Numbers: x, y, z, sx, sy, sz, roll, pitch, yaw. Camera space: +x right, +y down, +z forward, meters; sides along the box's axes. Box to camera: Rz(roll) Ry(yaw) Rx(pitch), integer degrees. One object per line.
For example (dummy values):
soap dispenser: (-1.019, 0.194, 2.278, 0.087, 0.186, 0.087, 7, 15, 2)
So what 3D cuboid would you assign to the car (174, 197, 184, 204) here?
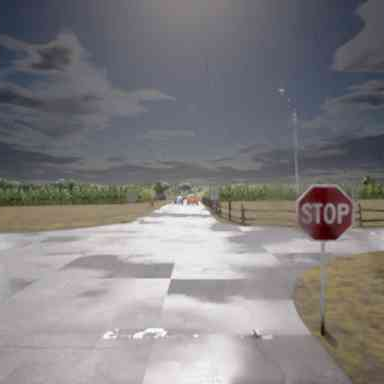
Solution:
car: (-2.639, 1.655, 66.063, 2.128, 1.511, 4.902, 0, 0, 0)

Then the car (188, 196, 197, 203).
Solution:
car: (0.121, 1.536, 71.894, 1.837, 1.490, 4.892, 0, 0, 0)

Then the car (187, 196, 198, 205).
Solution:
car: (0.104, 1.491, 61.857, 2.097, 1.767, 4.553, 0, 0, 0)
